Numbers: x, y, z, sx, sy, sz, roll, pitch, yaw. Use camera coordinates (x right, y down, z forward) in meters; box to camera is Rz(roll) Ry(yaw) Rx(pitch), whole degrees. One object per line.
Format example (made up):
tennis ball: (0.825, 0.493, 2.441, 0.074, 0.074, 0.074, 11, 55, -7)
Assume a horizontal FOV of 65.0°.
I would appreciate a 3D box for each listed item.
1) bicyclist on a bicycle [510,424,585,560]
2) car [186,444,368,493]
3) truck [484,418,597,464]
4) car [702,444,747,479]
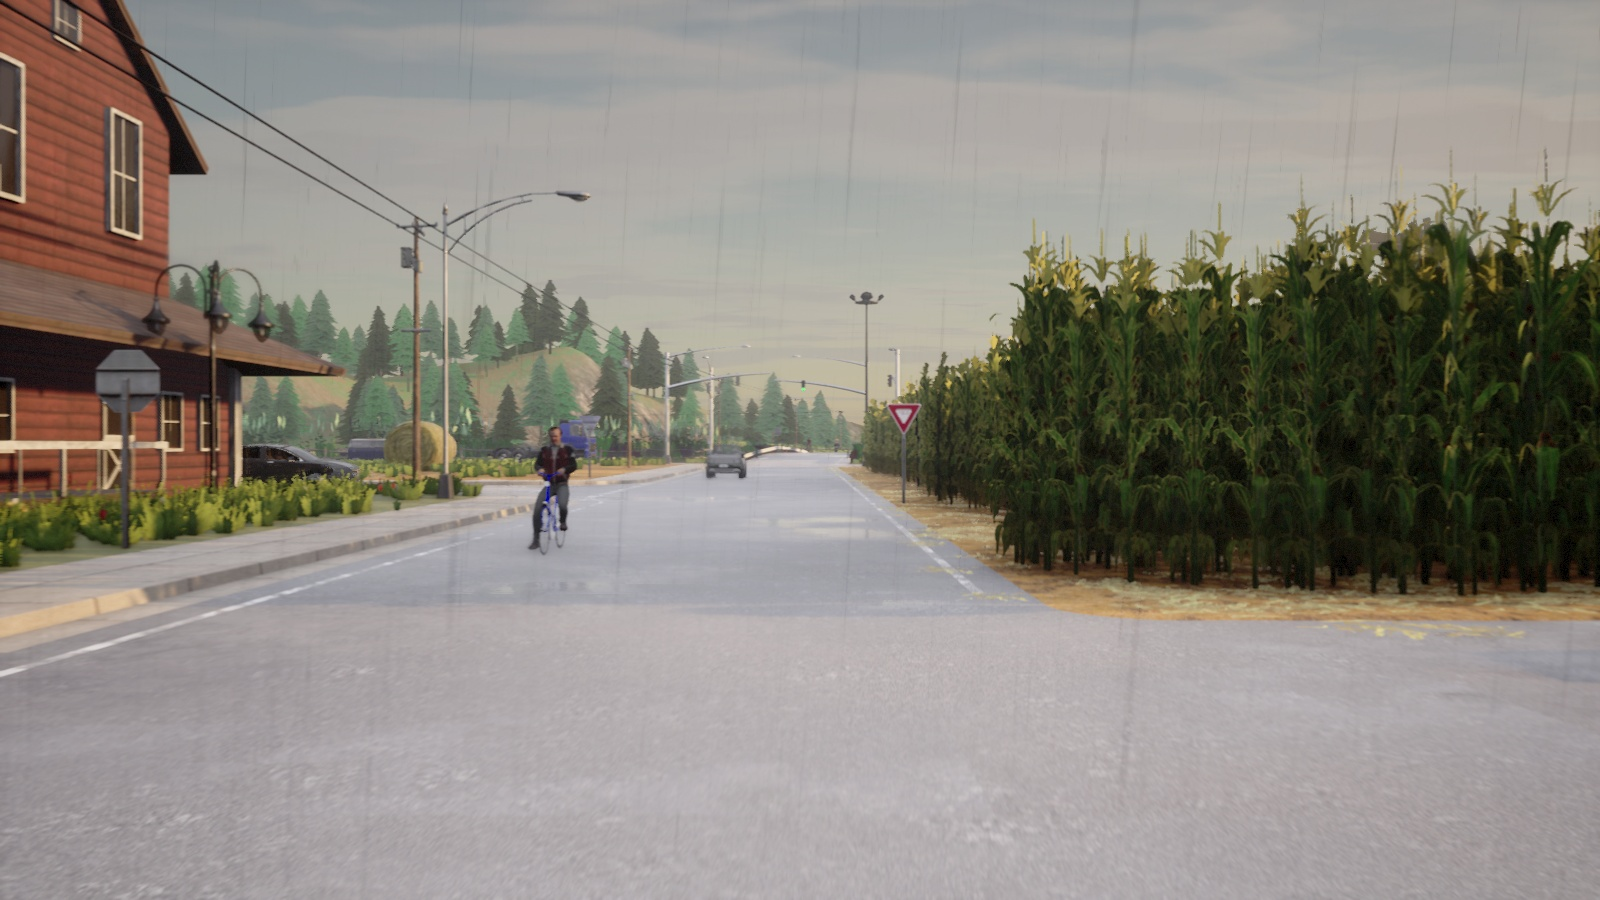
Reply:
bicyclist on a bicycle: (-3.458, 0.545, 17.359, 0.659, 1.776, 1.843, 0, 0, 0)
car: (-16.203, 0.550, 39.097, 4.892, 1.490, 1.837, 0, 0, -1)
truck: (-19.727, -0.668, 95.557, 7.936, 3.462, 2.891, 0, 0, 3)
car: (-3.384, 0.501, 56.909, 1.789, 1.549, 3.705, 0, 0, 0)
